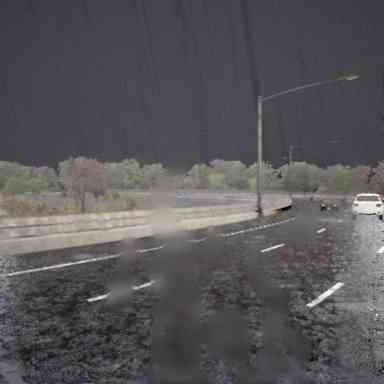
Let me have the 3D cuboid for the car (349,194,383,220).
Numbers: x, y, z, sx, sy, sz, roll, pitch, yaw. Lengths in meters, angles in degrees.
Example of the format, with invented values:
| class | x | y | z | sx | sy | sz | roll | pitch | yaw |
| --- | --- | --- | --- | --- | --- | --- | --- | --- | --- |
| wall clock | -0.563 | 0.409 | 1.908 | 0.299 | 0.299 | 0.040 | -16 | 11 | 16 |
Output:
| class | x | y | z | sx | sy | sz | roll | pitch | yaw |
| --- | --- | --- | --- | --- | --- | --- | --- | --- | --- |
| car | 14.807 | 1.178 | 27.989 | 2.150 | 2.045 | 5.566 | 0 | 0 | 29 |

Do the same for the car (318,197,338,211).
| class | x | y | z | sx | sy | sz | roll | pitch | yaw |
| --- | --- | --- | --- | --- | --- | --- | --- | --- | --- |
| car | 16.211 | 1.532 | 39.288 | 1.895 | 1.301 | 4.718 | 0 | 0 | 22 |

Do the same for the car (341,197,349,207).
| class | x | y | z | sx | sy | sz | roll | pitch | yaw |
| --- | --- | --- | --- | --- | --- | --- | --- | --- | --- |
| car | 23.327 | 1.411 | 49.309 | 2.128 | 1.511 | 4.902 | 0 | 0 | 17 |

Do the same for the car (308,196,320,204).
| class | x | y | z | sx | sy | sz | roll | pitch | yaw |
| --- | --- | --- | --- | --- | --- | --- | --- | --- | --- |
| car | 22.284 | 1.383 | 60.097 | 2.128 | 1.511 | 4.902 | 0 | 0 | 11 |
